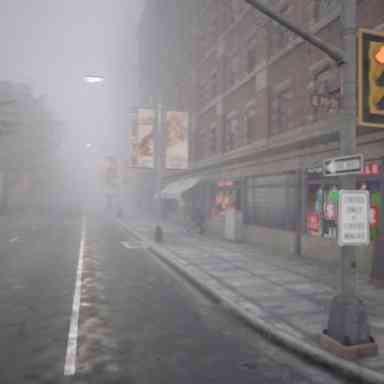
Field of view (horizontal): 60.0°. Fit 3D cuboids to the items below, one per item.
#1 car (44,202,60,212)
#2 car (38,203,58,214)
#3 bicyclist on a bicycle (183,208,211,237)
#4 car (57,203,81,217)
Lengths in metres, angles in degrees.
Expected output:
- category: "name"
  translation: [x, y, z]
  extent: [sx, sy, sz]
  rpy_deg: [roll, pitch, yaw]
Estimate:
- category: "car"
  translation: [-23.755, 2.525, 56.722]
  extent: [2.033, 1.411, 5.357]
  rpy_deg: [1, -1, -18]
- category: "car"
  translation: [-20.701, 2.286, 47.405]
  extent: [1.882, 1.535, 5.008]
  rpy_deg: [1, -1, -17]
- category: "bicyclist on a bicycle"
  translation: [0.280, 1.720, 18.698]
  extent: [1.656, 1.620, 0.582]
  rpy_deg: [1, -1, -18]
- category: "car"
  translation: [-14.588, 2.311, 39.757]
  extent: [1.895, 1.301, 4.718]
  rpy_deg: [1, -1, -18]
